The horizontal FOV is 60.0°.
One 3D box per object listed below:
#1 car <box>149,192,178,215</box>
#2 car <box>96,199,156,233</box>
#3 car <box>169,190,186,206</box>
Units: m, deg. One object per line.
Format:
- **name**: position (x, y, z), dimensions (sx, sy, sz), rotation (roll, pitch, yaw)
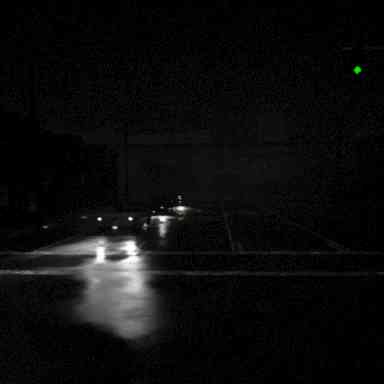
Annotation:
- **car**: position (-2.677, 0.997, 27.117), dimensions (2.033, 1.411, 5.357), rotation (-1, 1, 4)
- **car**: position (-3.384, 1.268, 17.422), dimensions (1.895, 1.301, 4.718), rotation (-1, 1, 4)
- **car**: position (-1.939, 0.578, 37.070), dimensions (2.097, 1.767, 4.553), rotation (-1, 1, 4)
